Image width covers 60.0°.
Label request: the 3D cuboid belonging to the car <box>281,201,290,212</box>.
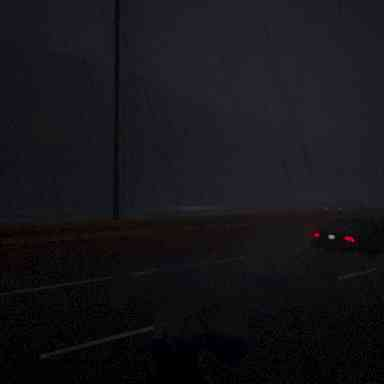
[{"bbox_3d":[12.813,1.680,37.472,4.892,1.490,1.837,0,0,-28],"label":"car"}]

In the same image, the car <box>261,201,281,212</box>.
[{"bbox_3d":[10.707,1.777,40.328,4.718,1.301,1.895,0,0,-29],"label":"car"}]

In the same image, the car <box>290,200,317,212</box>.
[{"bbox_3d":[12.613,1.639,33.343,5.008,1.535,1.882,0,0,-30],"label":"car"}]

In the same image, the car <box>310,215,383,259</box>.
[{"bbox_3d":[6.868,1.618,12.922,5.357,1.411,2.033,0,0,-35],"label":"car"}]

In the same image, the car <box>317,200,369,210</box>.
[{"bbox_3d":[13.971,1.508,30.078,4.553,1.767,2.097,0,0,-30],"label":"car"}]
